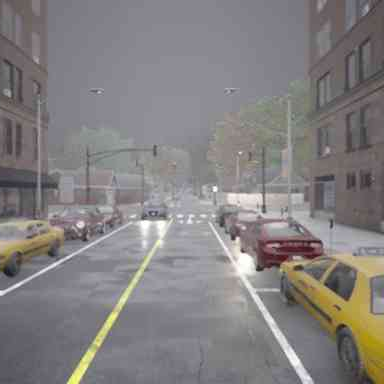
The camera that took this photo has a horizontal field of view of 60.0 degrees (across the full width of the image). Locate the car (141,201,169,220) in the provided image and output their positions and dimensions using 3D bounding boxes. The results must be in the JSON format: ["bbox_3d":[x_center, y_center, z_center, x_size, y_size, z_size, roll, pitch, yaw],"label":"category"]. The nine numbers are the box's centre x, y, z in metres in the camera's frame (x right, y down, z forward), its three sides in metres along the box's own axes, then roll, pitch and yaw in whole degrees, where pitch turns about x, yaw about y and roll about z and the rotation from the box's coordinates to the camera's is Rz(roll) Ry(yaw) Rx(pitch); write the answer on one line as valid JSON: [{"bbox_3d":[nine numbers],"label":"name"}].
[{"bbox_3d":[-2.934,1.458,27.069,1.994,1.385,4.181,0,0,0],"label":"car"}]

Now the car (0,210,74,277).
[{"bbox_3d":[-5.454,1.503,10.220,1.752,1.417,4.829,0,0,0],"label":"car"}]

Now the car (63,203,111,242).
[{"bbox_3d":[-5.495,1.393,15.909,1.967,1.590,4.097,0,0,0],"label":"car"}]

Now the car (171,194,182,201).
[{"bbox_3d":[-3.573,1.227,74.323,1.837,1.490,4.892,0,0,-1],"label":"car"}]

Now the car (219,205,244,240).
[{"bbox_3d":[2.531,1.498,15.967,1.802,1.307,4.206,0,0,0],"label":"car"}]

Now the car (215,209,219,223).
[{"bbox_3d":[2.493,1.457,21.485,1.947,1.339,4.313,0,0,0],"label":"car"}]

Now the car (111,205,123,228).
[{"bbox_3d":[-5.532,1.511,21.428,1.802,1.307,4.206,0,0,0],"label":"car"}]

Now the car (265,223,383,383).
[{"bbox_3d":[2.606,1.489,5.101,1.752,1.417,4.829,0,0,0],"label":"car"}]

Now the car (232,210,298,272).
[{"bbox_3d":[2.569,1.485,10.449,1.887,1.381,4.507,0,0,0],"label":"car"}]

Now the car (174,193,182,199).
[{"bbox_3d":[-3.723,1.148,89.920,1.882,1.535,5.008,0,0,-1],"label":"car"}]
